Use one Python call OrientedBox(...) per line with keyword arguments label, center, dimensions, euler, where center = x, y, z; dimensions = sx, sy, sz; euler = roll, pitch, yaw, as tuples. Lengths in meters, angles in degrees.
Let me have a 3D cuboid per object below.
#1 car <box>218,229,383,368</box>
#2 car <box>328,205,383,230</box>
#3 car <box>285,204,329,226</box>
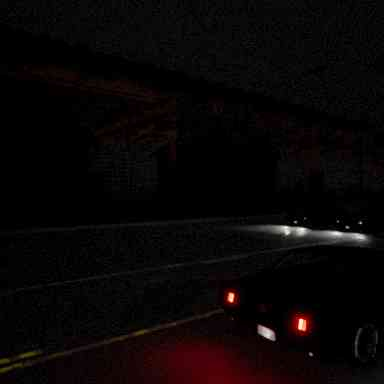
OrientedBox(label="car", center=(2.810, 1.596, 5.751), dimensions=(4.718, 1.301, 1.895), euler=(0, 0, -35))
OrientedBox(label="car", center=(10.898, 1.597, 20.234), dimensions=(5.357, 1.411, 2.033), euler=(0, 0, -35))
OrientedBox(label="car", center=(8.866, 1.560, 23.084), dimensions=(5.357, 1.411, 2.033), euler=(0, 0, -35))
